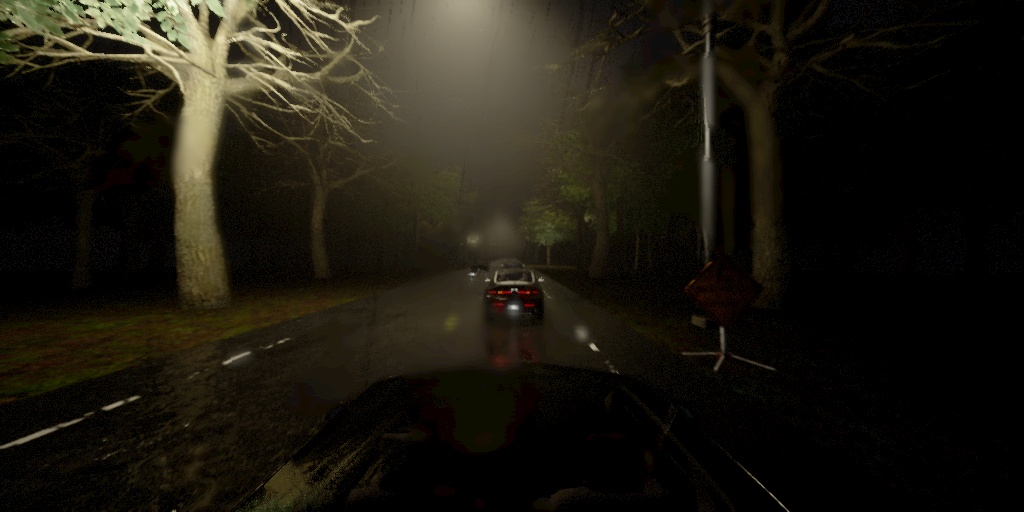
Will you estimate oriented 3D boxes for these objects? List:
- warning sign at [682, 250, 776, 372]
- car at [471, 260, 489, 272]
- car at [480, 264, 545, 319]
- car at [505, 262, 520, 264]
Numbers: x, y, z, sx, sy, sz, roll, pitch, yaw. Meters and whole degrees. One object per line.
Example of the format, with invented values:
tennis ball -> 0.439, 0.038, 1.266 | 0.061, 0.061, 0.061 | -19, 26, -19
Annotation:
warning sign -> 3.548, 0.835, 5.970 | 1.300, 1.860, 1.060 | 0, 0, 0
car -> -3.617, 1.167, 41.308 | 1.895, 1.301, 4.718 | 0, 0, 0
car -> 0.078, 1.182, 12.420 | 1.837, 1.490, 4.892 | 0, 0, 0
car -> 0.071, 1.154, 28.178 | 1.994, 1.385, 4.181 | 0, 0, 0
